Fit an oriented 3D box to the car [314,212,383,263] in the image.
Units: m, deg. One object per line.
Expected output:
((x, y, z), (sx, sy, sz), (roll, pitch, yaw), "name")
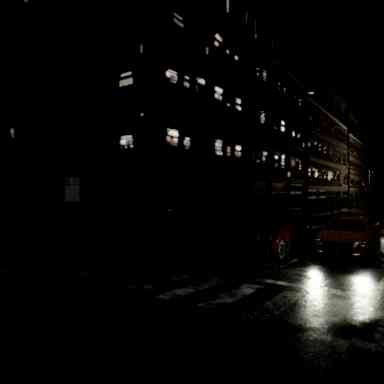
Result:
((6.456, 1.782, 13.644), (1.882, 1.535, 5.008), (0, -1, 35), "car")

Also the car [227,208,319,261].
((3.336, 1.596, 13.731), (2.192, 1.841, 5.009), (-1, -2, 35), "car")

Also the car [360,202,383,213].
((13.288, 1.746, 23.414), (2.150, 2.045, 5.566), (0, -2, 35), "car")

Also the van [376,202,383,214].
((29.392, 2.455, 50.995), (1.690, 1.788, 3.998), (-1, -2, 35), "van")
